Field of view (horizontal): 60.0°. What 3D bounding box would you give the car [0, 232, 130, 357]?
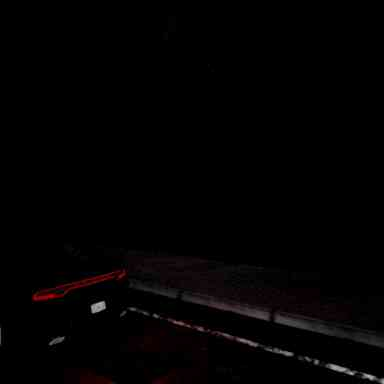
[{"bbox_3d":[-3.371,1.474,6.094,5.008,1.535,1.882,0,0,34],"label":"car"}]
